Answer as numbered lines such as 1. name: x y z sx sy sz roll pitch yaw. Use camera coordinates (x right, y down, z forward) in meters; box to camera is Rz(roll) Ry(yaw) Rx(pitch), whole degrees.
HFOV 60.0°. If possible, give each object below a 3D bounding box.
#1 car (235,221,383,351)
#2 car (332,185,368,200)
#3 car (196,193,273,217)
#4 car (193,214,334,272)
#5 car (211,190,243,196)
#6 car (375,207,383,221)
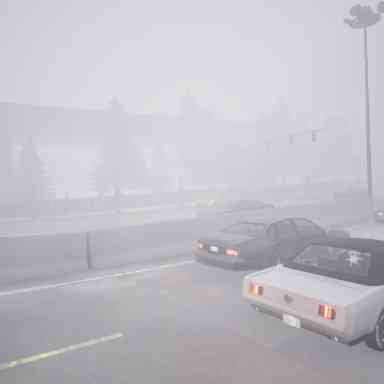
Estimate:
1. car: 3.236 1.506 6.080 4.718 1.301 1.895 -2 1 -36
2. car: 15.492 0.076 32.401 4.181 1.385 1.994 -4 2 -36
3. car: 2.458 1.101 18.697 5.008 1.535 1.882 -4 2 -36
4. car: 2.601 1.400 9.932 5.357 1.411 2.033 -3 1 -36
5. car: 2.534 0.671 27.380 4.553 1.767 2.097 -4 2 -36
6. car: 10.749 0.868 15.796 5.357 1.411 2.033 -4 2 -36
